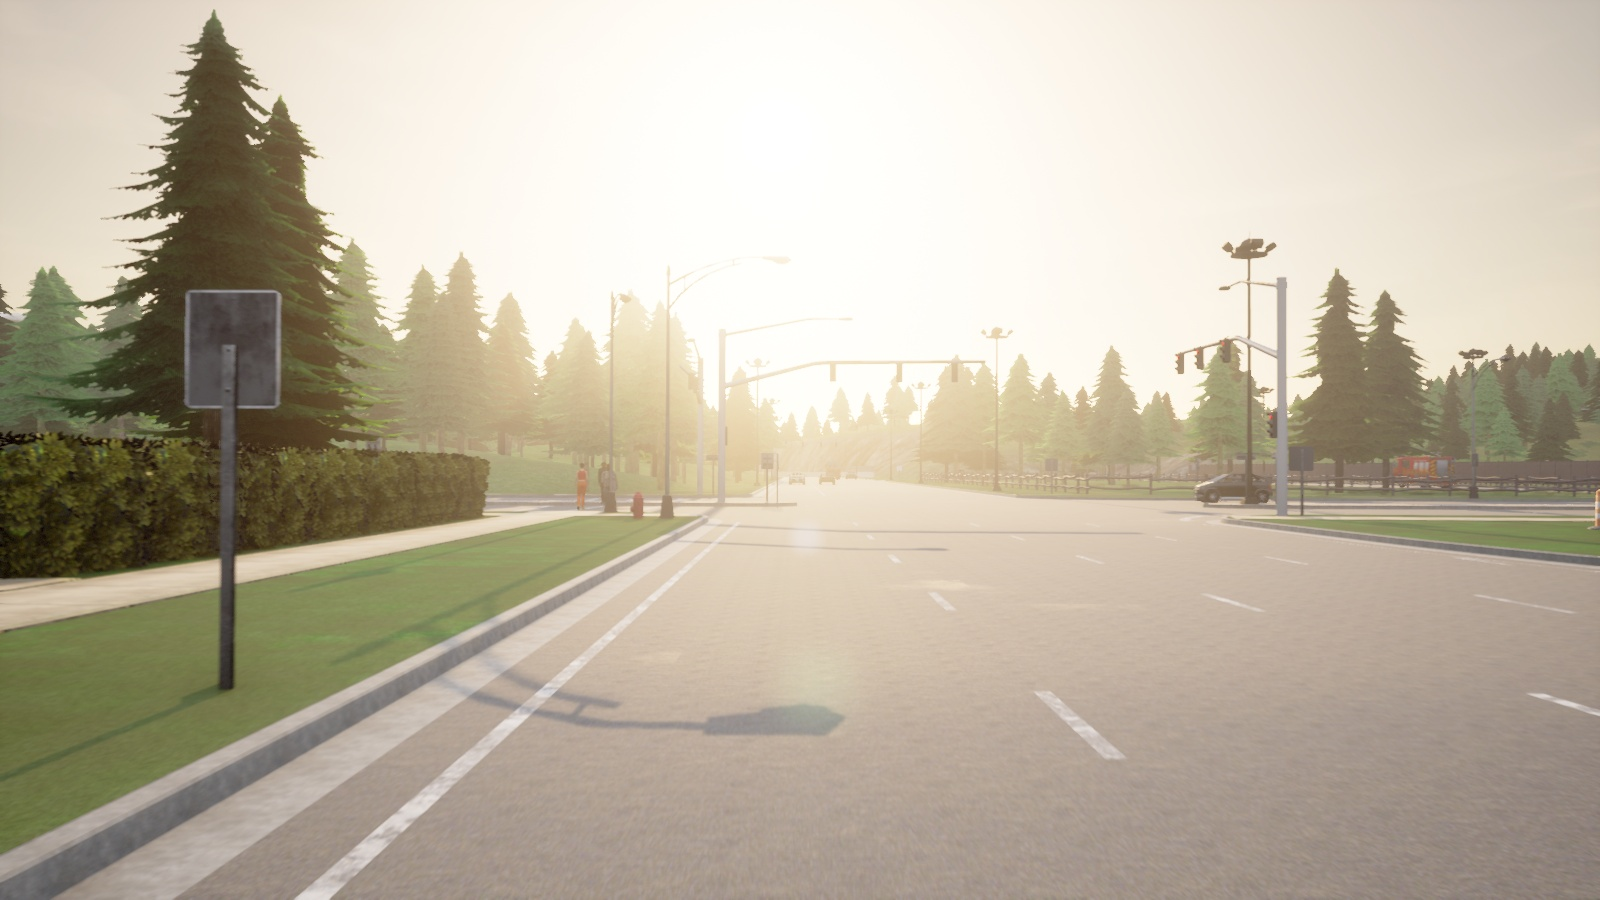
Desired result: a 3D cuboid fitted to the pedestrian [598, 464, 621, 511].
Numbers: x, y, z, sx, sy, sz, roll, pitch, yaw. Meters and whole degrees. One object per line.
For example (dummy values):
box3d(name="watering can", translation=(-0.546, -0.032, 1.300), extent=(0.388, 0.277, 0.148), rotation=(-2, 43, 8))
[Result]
box3d(name="pedestrian", translation=(-7.545, 1.467, 49.799), extent=(0.874, 1.855, 0.900), rotation=(0, -1, -10))

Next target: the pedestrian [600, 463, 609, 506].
box3d(name="pedestrian", translation=(-8.301, 1.459, 53.334), extent=(0.353, 1.847, 0.614), rotation=(0, -1, -6))

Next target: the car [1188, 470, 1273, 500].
box3d(name="car", translation=(21.996, 1.781, 64.234), extent=(3.705, 1.549, 1.789), rotation=(0, -1, 0))

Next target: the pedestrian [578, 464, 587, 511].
box3d(name="pedestrian", translation=(-8.531, 1.452, 49.224), extent=(0.345, 1.836, 0.594), rotation=(0, -1, -10))
